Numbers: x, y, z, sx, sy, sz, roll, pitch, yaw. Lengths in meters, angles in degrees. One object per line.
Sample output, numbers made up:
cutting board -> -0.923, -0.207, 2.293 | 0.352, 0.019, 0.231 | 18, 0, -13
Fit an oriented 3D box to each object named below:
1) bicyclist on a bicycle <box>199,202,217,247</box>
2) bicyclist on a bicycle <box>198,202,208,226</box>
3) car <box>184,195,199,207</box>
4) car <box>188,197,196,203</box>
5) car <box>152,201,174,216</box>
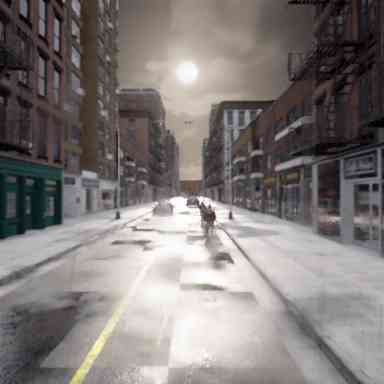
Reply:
bicyclist on a bicycle -> 0.757, 1.400, 14.298 | 0.659, 1.776, 1.843 | 0, 0, 0
bicyclist on a bicycle -> 0.758, 1.499, 23.126 | 0.582, 1.620, 1.656 | 0, 0, 0
car -> 0.100, 1.446, 54.907 | 2.097, 1.767, 4.553 | 0, 0, 0
car -> 0.002, 1.725, 73.774 | 1.895, 1.301, 4.718 | 0, 0, 0
car -> -2.842, 1.628, 33.787 | 1.994, 1.385, 4.181 | 0, 0, 0
